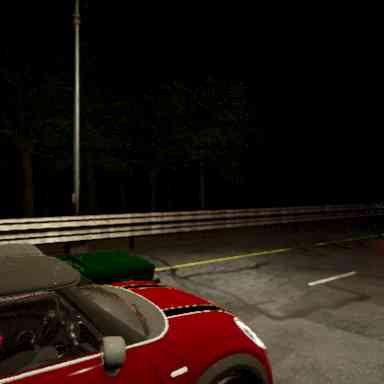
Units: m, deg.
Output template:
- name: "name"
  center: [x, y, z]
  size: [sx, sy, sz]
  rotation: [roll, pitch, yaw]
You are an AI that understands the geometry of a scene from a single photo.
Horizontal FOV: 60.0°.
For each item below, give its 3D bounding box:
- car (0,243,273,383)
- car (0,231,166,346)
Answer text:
- name: "car"
  center: [-1.439, 1.351, 2.715]
  size: [4.553, 1.767, 2.097]
  rotation: [0, 0, -36]
- name: "car"
  center: [-2.977, 1.599, 5.919]
  size: [4.718, 1.301, 1.895]
  rotation: [0, 0, -36]
